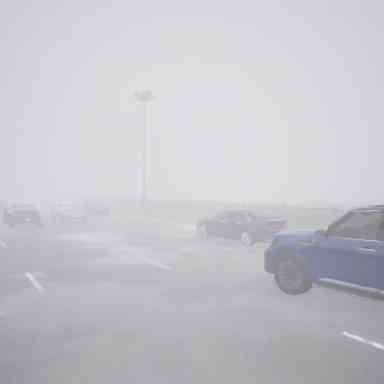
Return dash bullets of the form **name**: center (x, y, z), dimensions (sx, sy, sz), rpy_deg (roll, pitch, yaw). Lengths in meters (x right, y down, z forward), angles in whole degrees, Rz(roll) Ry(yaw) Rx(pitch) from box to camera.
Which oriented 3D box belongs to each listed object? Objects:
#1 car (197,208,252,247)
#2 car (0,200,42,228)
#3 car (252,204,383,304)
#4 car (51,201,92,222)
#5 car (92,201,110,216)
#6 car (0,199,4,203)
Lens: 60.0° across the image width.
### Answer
- **car**: center (2.124, 1.493, 15.093), dimensions (1.837, 1.490, 4.892), rpy_deg (0, 0, -35)
- **car**: center (-11.200, 1.483, 21.944), dimensions (1.812, 1.442, 4.674), rpy_deg (0, 0, -35)
- **car**: center (3.966, 1.220, 6.327), dimensions (2.150, 2.045, 5.566), rpy_deg (0, 0, -35)
- **car**: center (-9.553, 1.482, 25.700), dimensions (1.812, 1.442, 4.674), rpy_deg (0, 0, -35)
- **car**: center (-9.341, 1.515, 31.537), dimensions (1.994, 1.385, 4.181), rpy_deg (0, 0, -35)
- **car**: center (-21.045, 1.487, 36.091), dimensions (1.994, 1.385, 4.181), rpy_deg (0, 0, -35)
